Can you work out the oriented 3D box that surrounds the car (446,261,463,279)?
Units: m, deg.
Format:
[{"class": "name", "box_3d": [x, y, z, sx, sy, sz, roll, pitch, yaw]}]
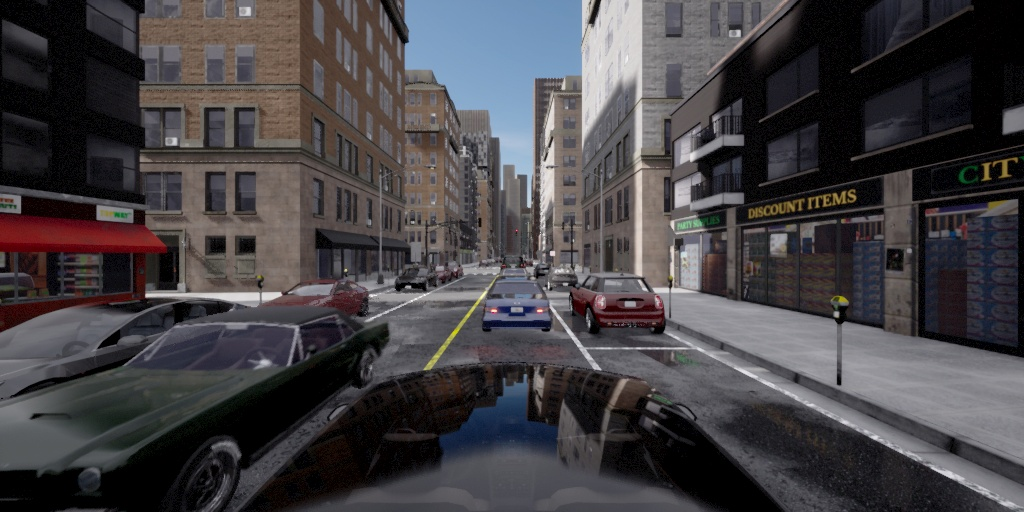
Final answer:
[{"class": "car", "box_3d": [-5.600, 1.193, 32.654, 1.967, 1.591, 4.097, 0, 0, 0]}]

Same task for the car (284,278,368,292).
[{"class": "car", "box_3d": [-5.652, 1.332, 10.648, 1.802, 1.307, 4.207, 0, 0, 0]}]

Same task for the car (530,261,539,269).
[{"class": "car", "box_3d": [2.926, 1.319, 32.633, 1.948, 1.339, 4.313, 0, 0, 0]}]

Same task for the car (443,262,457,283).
[{"class": "car", "box_3d": [-5.613, 1.334, 27.152, 1.802, 1.307, 4.207, 0, 0, 0]}]

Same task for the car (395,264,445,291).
[{"class": "car", "box_3d": [-5.626, 1.316, 21.651, 1.948, 1.339, 4.313, 0, 0, 0]}]

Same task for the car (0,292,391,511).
[{"class": "car", "box_3d": [-3.100, 1.351, 4.169, 1.895, 1.301, 4.718, 0, 0, 0]}]

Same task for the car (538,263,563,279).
[{"class": "car", "box_3d": [2.899, 1.301, 21.631, 2.007, 1.370, 4.403, 0, 0, 0]}]

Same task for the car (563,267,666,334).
[{"class": "car", "box_3d": [2.874, 1.189, 10.628, 1.967, 1.591, 4.097, 0, 0, 0]}]

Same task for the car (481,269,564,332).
[{"class": "car", "box_3d": [0.120, 1.297, 10.843, 2.033, 1.411, 5.357, 0, 0, 0]}]

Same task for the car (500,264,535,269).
[{"class": "car", "box_3d": [0.142, 1.352, 21.349, 1.895, 1.301, 4.718, 0, 0, 0]}]

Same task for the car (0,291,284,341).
[{"class": "car", "box_3d": [-5.665, 1.315, 5.147, 1.948, 1.339, 4.313, 0, 0, 0]}]

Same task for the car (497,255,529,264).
[{"class": "car", "box_3d": [0.075, 0.974, 31.380, 2.150, 2.045, 5.566, 0, 0, -1]}]
